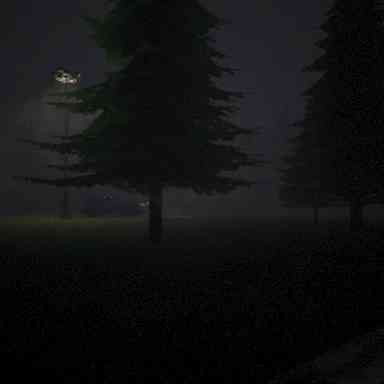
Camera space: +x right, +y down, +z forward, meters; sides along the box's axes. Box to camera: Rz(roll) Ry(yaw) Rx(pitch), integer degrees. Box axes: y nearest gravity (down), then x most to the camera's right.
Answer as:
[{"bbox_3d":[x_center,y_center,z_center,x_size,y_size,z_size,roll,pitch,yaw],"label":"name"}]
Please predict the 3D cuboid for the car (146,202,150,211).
[{"bbox_3d":[-7.296,1.471,38.039,4.553,1.767,2.097,0,0,2],"label":"car"}]

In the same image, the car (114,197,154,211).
[{"bbox_3d":[-7.151,1.477,41.536,4.553,1.767,2.097,0,0,2],"label":"car"}]

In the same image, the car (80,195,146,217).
[{"bbox_3d":[-7.525,1.352,31.043,5.566,2.045,2.150,0,0,2],"label":"car"}]
